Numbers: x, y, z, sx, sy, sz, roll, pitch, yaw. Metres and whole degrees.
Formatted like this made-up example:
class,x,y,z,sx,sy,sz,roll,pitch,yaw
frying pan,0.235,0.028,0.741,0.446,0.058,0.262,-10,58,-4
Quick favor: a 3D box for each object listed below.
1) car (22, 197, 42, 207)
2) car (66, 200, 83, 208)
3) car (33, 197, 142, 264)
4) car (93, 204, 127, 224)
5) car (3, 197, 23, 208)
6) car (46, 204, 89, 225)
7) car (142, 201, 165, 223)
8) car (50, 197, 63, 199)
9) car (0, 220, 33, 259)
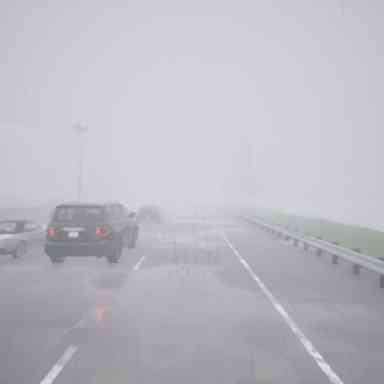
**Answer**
class,x,y,z,sx,sy,sz,roll,pitch,yaw
car,-28.862,2.038,61.439,2.097,1.767,4.553,0,-1,-6
car,-21.983,2.197,62.581,1.837,1.490,4.892,0,-1,-5
car,-3.496,1.366,12.541,2.150,2.045,5.566,0,0,0
car,-6.993,1.847,28.860,1.812,1.442,4.674,0,0,0
car,-32.267,1.896,60.540,2.150,2.045,5.566,0,-1,-6
car,-10.496,1.824,28.476,1.837,1.490,4.892,0,0,0
car,-3.496,1.825,28.480,1.837,1.490,4.892,0,0,0
car,-25.402,1.910,61.870,2.150,2.045,5.566,0,-1,-6
car,-6.990,1.749,13.216,1.895,1.301,4.718,0,-1,0
